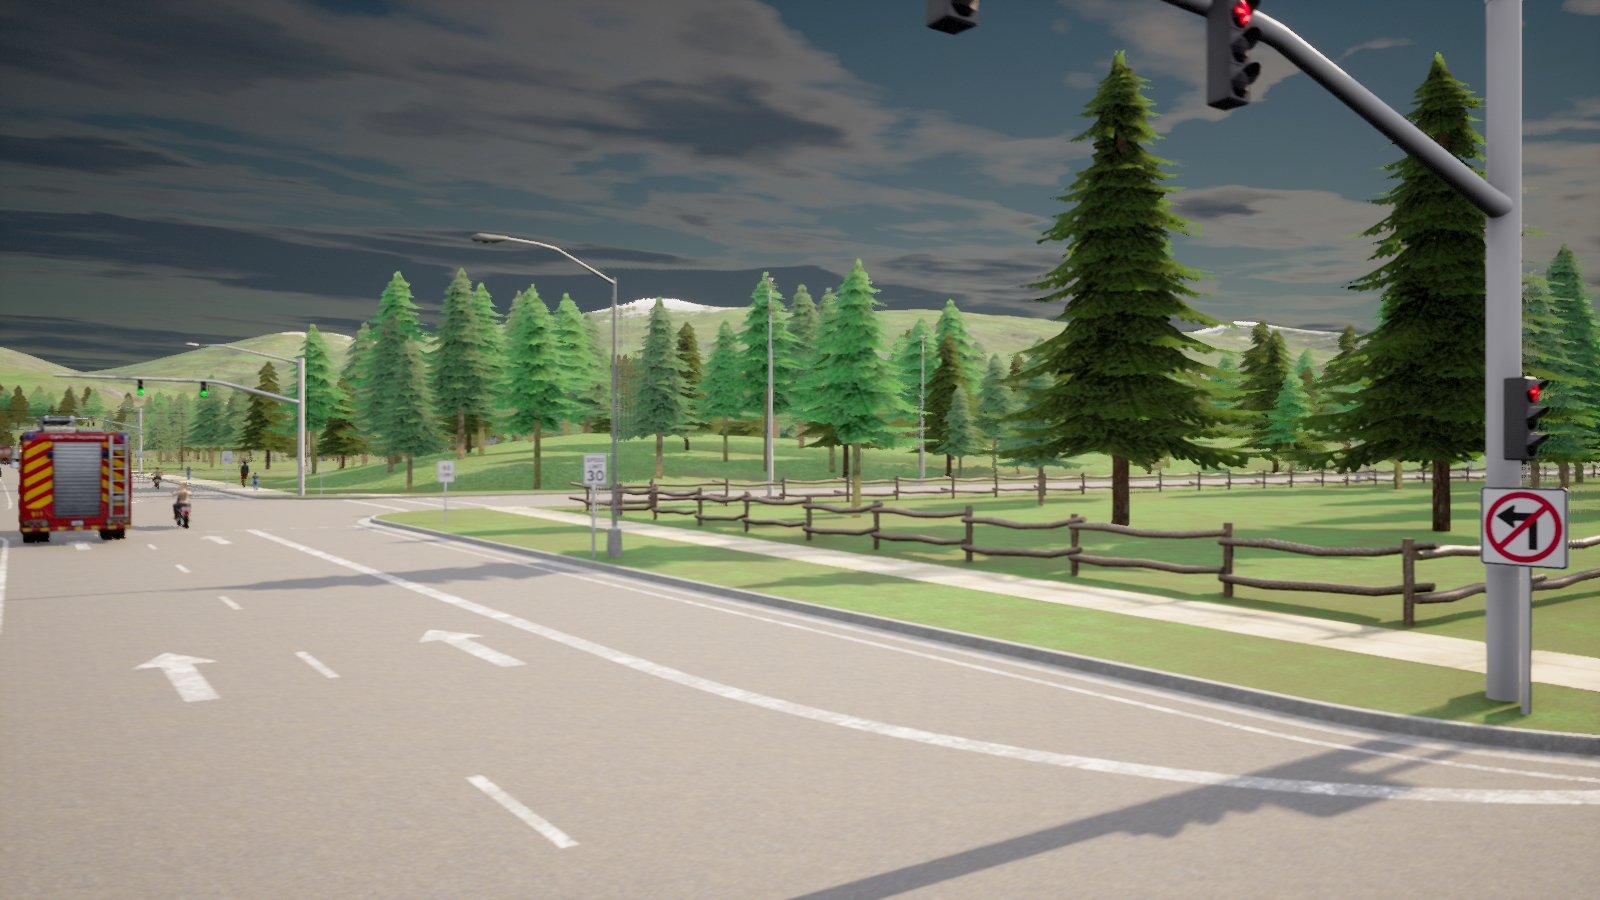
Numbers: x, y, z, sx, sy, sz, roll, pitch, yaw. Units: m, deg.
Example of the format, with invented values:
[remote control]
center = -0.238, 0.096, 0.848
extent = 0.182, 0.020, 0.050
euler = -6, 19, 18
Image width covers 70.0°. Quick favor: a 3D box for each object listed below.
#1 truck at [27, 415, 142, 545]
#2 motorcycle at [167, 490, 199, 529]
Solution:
[truck]
center = -23.887, 0.891, 37.949
extent = 2.891, 3.827, 8.468
euler = 0, 0, -34
[motorcycle]
center = -22.581, 2.156, 41.805
extent = 0.764, 1.307, 2.356
euler = 0, 0, -34
